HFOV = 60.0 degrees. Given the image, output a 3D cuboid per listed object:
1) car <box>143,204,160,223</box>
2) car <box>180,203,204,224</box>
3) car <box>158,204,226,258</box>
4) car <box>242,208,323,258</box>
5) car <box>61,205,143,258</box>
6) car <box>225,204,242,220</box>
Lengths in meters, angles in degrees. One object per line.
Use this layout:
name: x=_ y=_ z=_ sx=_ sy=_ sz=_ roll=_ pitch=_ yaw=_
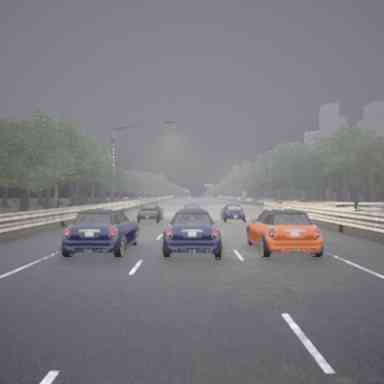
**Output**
car: x=-3.481 y=1.766 z=28.515 sx=2.128 sy=1.511 sz=4.902 roll=0 pitch=0 yaw=0
car: x=0.019 y=1.780 z=28.512 sx=1.837 sy=1.490 sz=4.892 roll=0 pitch=0 yaw=0
car: x=0.022 y=1.485 z=13.447 sx=2.097 sy=1.767 sz=4.553 roll=0 pitch=-1 yaw=0
car: x=3.522 y=1.485 z=13.444 sx=2.097 sy=1.767 sz=4.553 roll=0 pitch=-1 yaw=0
car: x=-3.478 y=1.484 z=13.444 sx=2.097 sy=1.767 sz=4.553 roll=0 pitch=-1 yaw=0
car: x=3.522 y=1.802 z=28.903 sx=1.812 sy=1.442 sz=4.674 roll=0 pitch=0 yaw=0
